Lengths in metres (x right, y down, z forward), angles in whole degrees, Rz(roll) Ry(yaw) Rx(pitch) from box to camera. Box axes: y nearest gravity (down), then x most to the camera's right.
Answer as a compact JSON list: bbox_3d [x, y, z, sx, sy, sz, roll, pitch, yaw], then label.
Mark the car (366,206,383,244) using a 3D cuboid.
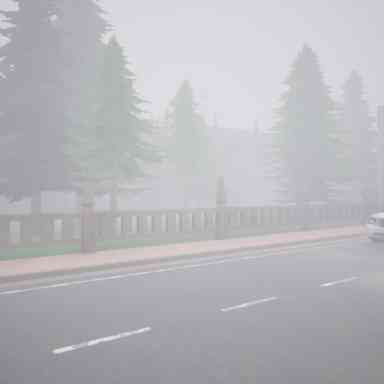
[{"bbox_3d":[10.031,1.221,14.671,5.566,2.045,2.150,0,0,-33],"label":"car"}]
